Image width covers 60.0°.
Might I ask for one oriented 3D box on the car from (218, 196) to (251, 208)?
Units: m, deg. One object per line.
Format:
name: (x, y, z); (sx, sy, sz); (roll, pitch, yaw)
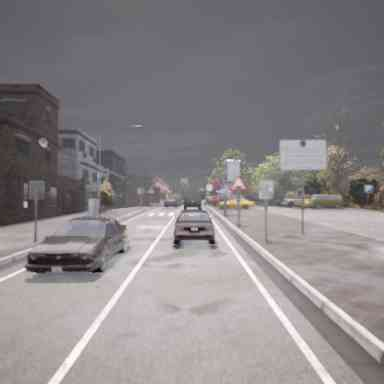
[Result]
car: (6.271, 1.533, 49.592); (4.553, 1.767, 2.185); (0, -1, 0)

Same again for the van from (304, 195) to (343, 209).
van: (18.420, 1.376, 46.128); (4.442, 1.987, 1.878); (0, -1, 0)

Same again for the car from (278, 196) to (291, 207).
car: (18.417, 1.585, 57.301); (5.566, 2.045, 2.435); (0, -2, -1)

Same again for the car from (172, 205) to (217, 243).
car: (0.096, 1.553, 16.019); (2.033, 1.411, 5.357); (0, 0, 0)

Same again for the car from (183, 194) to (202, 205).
car: (0.056, 1.287, 42.211); (2.150, 2.045, 5.566); (0, -1, -1)

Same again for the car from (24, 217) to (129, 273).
car: (-3.353, 1.552, 10.919); (2.033, 1.411, 5.357); (0, 0, 0)

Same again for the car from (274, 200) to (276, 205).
car: (18.347, 1.745, 62.761); (5.566, 2.045, 2.435); (0, -2, -1)

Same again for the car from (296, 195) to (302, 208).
car: (18.699, 1.647, 48.921); (5.366, 1.575, 1.946); (0, -1, 0)

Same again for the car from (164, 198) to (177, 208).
car: (-3.382, 1.730, 52.669); (1.882, 1.535, 5.008); (0, -1, 0)

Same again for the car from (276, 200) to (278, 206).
car: (18.403, 1.917, 60.086); (4.892, 1.521, 2.231); (0, -2, -1)

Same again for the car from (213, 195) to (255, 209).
car: (6.079, 1.604, 46.671); (5.366, 1.575, 1.946); (0, -1, 0)

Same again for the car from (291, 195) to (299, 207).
car: (18.678, 1.699, 51.581); (5.366, 1.575, 1.946); (0, -1, 0)

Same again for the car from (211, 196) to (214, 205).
car: (6.185, 1.624, 58.821); (5.566, 2.045, 2.435); (0, -1, -1)
